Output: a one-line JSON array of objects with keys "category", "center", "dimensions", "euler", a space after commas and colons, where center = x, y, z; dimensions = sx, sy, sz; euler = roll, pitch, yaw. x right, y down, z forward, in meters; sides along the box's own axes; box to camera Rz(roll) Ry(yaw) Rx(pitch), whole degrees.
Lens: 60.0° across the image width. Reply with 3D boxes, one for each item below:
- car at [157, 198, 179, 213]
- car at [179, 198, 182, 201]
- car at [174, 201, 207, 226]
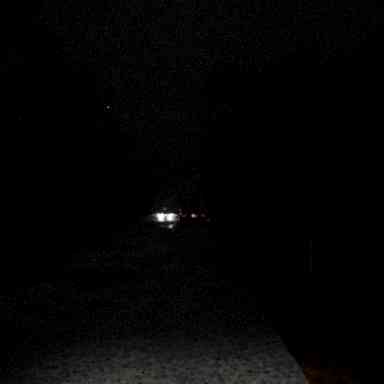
[{"category": "car", "center": [-2.933, 1.627, 38.091], "dimensions": [2.128, 1.511, 4.902], "euler": [0, -1, 0]}, {"category": "car", "center": [-3.164, 2.077, 79.434], "dimensions": [2.097, 1.767, 4.553], "euler": [0, -2, -1]}, {"category": "car", "center": [0.073, 1.541, 22.941], "dimensions": [2.033, 1.411, 5.357], "euler": [0, 0, 0]}]
